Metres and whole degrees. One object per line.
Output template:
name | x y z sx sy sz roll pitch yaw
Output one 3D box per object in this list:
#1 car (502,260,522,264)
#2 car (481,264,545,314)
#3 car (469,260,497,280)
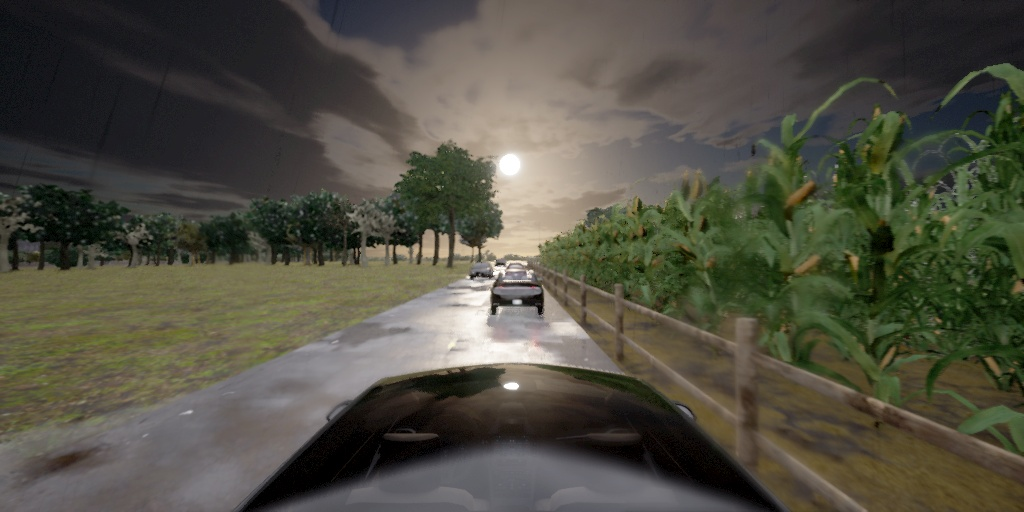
car | 0.312 1.320 31.025 1.812 1.442 4.674 0 0 1
car | 0.189 1.251 13.822 2.128 1.511 4.902 0 0 0
car | -2.620 1.297 31.714 1.837 1.490 4.892 0 0 0
